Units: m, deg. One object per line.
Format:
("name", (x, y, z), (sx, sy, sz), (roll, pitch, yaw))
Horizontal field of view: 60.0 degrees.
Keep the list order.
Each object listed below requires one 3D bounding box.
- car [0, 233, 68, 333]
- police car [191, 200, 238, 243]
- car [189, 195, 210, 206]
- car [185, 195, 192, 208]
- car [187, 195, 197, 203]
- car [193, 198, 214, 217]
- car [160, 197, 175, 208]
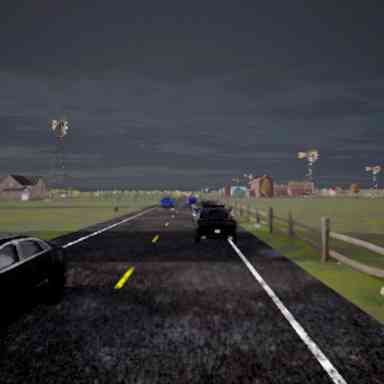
("car", (-3.600, 1.489, 5.291), (2.128, 1.511, 4.902), (0, 0, 0))
("police car", (1.048, 1.423, 16.352), (1.930, 1.638, 5.238), (0, 0, 0))
("car", (1.045, 1.354, 26.214), (2.097, 1.767, 4.553), (0, 0, 0))
("car", (-0.005, 1.557, 49.957), (1.812, 1.442, 4.674), (0, 0, 0))
("car", (-0.010, 1.414, 70.855), (2.128, 1.511, 4.902), (0, 0, 0))
("car", (1.045, 1.464, 32.433), (1.801, 1.575, 5.366), (0, 0, 0))
("car", (-3.568, 1.506, 48.063), (1.882, 1.535, 5.008), (0, 0, 0))
